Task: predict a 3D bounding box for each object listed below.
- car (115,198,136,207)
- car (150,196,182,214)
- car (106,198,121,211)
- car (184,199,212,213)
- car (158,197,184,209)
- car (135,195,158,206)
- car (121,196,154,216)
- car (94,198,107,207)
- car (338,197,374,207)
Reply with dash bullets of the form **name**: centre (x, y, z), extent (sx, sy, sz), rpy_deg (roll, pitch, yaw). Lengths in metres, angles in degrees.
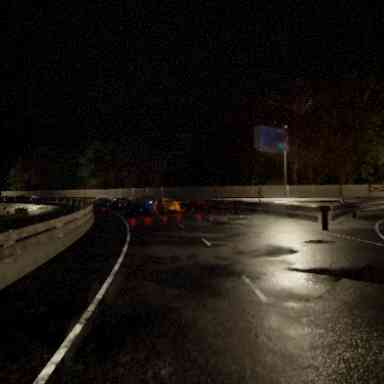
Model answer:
- **car**: centre (-10.806, 1.641, 53.553), extent (1.994, 1.385, 4.181), rpy_deg (0, 0, -32)
- **car**: centre (-2.826, 1.499, 36.088), extent (1.882, 1.535, 5.008), rpy_deg (0, 0, -19)
- **car**: centre (-9.066, 1.612, 42.315), extent (2.033, 1.411, 5.357), rpy_deg (0, 0, -24)
- **car**: centre (0.549, 1.476, 37.032), extent (1.882, 1.535, 5.008), rpy_deg (0, 0, -19)
- **car**: centre (-2.974, 1.527, 45.814), extent (1.837, 1.490, 4.892), rpy_deg (0, 0, -26)
- **car**: centre (-7.647, 1.407, 55.086), extent (2.097, 1.767, 4.553), rpy_deg (0, 0, -32)
- **car**: centre (-5.532, 1.517, 33.145), extent (1.882, 1.535, 5.008), rpy_deg (0, 0, -19)
- **car**: centre (-13.857, 1.624, 51.836), extent (1.812, 1.442, 4.674), rpy_deg (0, 0, -32)
- **car**: centre (21.454, 1.385, 43.789), extent (4.674, 1.442, 1.812), rpy_deg (0, 0, 4)
